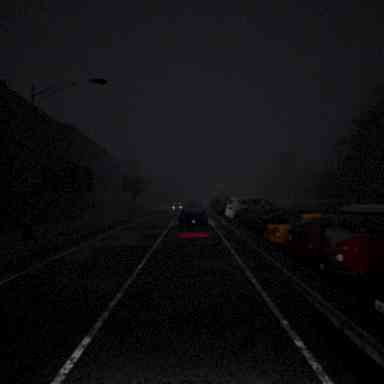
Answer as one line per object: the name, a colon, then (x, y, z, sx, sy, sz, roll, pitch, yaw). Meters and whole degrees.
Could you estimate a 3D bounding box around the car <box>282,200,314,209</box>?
car: (18.667, 2.160, 58.885, 5.008, 1.535, 2.097, 0, -1, 0)

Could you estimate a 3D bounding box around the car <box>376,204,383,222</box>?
car: (18.656, 1.772, 28.255, 4.792, 1.488, 2.163, 0, -1, 0)

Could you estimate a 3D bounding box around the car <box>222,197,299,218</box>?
car: (5.635, 1.488, 28.105, 5.566, 2.045, 2.435, 0, -1, 0)

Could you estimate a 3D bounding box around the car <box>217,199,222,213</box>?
car: (5.589, 1.839, 36.512, 4.892, 1.521, 2.231, 0, -1, 0)

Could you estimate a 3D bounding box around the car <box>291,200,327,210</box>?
car: (18.674, 2.062, 53.318, 5.008, 1.535, 2.097, 0, -1, 0)

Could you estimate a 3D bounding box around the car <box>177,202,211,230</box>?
car: (0.097, 1.693, 23.083, 1.882, 1.535, 5.008, 0, 0, 0)

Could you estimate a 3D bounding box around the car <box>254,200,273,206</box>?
car: (18.687, 2.801, 87.364, 4.674, 1.452, 2.002, 0, -1, 0)

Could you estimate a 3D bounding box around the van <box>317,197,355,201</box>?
van: (18.786, 1.679, 42.186, 4.442, 1.987, 1.878, 0, -1, 0)

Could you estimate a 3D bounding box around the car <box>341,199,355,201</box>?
car: (18.492, 1.804, 33.827, 5.366, 1.575, 1.946, 0, -1, 0)

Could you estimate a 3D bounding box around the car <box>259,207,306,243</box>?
car: (5.812, 1.591, 14.090, 5.366, 1.575, 1.946, 0, 0, 0)

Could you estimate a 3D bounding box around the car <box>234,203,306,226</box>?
car: (5.585, 1.705, 22.497, 4.792, 1.488, 2.163, 0, -1, 0)

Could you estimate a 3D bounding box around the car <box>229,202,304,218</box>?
car: (5.606, 1.708, 25.295, 4.892, 1.521, 2.231, 0, -1, 0)

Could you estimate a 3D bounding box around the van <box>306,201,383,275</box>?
van: (5.519, 1.321, 8.485, 4.442, 1.987, 1.878, 0, 0, 0)

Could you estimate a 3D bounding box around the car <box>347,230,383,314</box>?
car: (5.610, 1.553, 5.680, 4.792, 1.488, 2.163, 0, 0, 0)

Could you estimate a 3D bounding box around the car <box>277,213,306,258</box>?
car: (5.660, 1.600, 11.287, 4.792, 1.488, 2.163, 0, 0, 0)

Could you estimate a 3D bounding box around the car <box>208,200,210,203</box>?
car: (5.618, 1.811, 53.333, 5.566, 2.045, 2.435, 0, -1, 0)

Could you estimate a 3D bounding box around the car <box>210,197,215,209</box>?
car: (5.617, 1.688, 44.923, 5.566, 2.045, 2.435, 0, -1, 0)

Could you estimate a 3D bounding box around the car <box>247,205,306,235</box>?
car: (5.618, 1.619, 16.890, 5.008, 1.535, 2.097, 0, 0, 0)

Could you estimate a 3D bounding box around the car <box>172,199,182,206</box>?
car: (-3.259, 2.438, 74.520, 1.837, 1.490, 4.892, 0, -1, 0)

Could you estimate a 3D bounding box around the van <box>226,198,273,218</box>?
van: (5.715, 1.579, 33.712, 4.442, 1.987, 1.878, 0, -1, 0)

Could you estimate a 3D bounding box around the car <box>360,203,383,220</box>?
car: (18.676, 1.775, 31.041, 5.008, 1.535, 2.097, 0, -1, 0)

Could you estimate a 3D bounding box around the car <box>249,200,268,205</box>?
car: (18.688, 2.899, 93.785, 4.892, 1.521, 2.231, 0, -1, 0)

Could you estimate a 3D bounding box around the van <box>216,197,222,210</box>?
van: (5.476, 1.645, 39.318, 4.442, 1.987, 1.878, 0, -1, 0)

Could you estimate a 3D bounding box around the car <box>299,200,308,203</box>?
car: (18.671, 2.059, 50.531, 4.674, 1.452, 2.002, 0, -1, 0)

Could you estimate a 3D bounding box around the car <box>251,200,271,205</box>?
car: (18.697, 2.828, 90.512, 5.008, 1.535, 2.097, 0, -1, 0)

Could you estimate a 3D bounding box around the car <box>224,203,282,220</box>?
car: (5.597, 1.772, 30.906, 5.008, 1.535, 2.097, 0, -1, 0)
